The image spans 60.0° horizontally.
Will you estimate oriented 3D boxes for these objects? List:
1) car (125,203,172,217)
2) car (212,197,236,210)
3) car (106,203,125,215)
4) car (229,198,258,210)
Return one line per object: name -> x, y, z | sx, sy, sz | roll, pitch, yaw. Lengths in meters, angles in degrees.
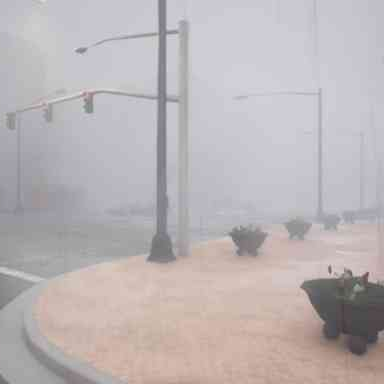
car -> -4.241, 1.830, 34.470 | 1.895, 1.301, 4.718 | 0, -1, 35
car -> 5.425, 1.758, 54.092 | 2.150, 2.045, 5.566 | 0, -1, 35
car -> -7.100, 1.824, 36.488 | 1.895, 1.301, 4.718 | 0, -1, 35
car -> 8.206, 2.064, 51.966 | 1.837, 1.490, 4.892 | 0, -1, 35
